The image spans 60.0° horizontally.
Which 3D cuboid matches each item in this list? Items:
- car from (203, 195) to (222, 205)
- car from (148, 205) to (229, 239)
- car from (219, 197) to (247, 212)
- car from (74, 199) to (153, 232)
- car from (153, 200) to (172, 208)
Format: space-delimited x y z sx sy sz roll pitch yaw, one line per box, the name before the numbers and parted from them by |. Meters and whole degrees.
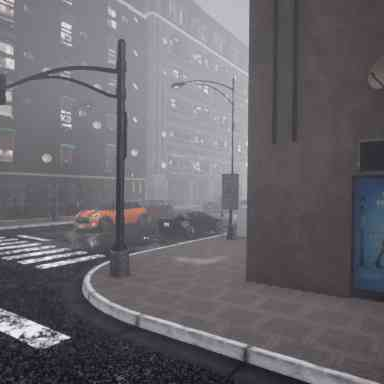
car | 3.155 1.224 35.946 2.192 1.841 5.009 1 1 35
car | -0.029 1.599 17.700 1.947 1.339 4.313 1 1 35
car | 5.056 1.467 34.382 1.812 1.442 4.674 1 0 35
car | -4.845 1.314 20.258 2.097 1.767 4.553 1 1 35
car | -3.267 1.362 26.799 1.967 1.590 4.097 1 1 35
